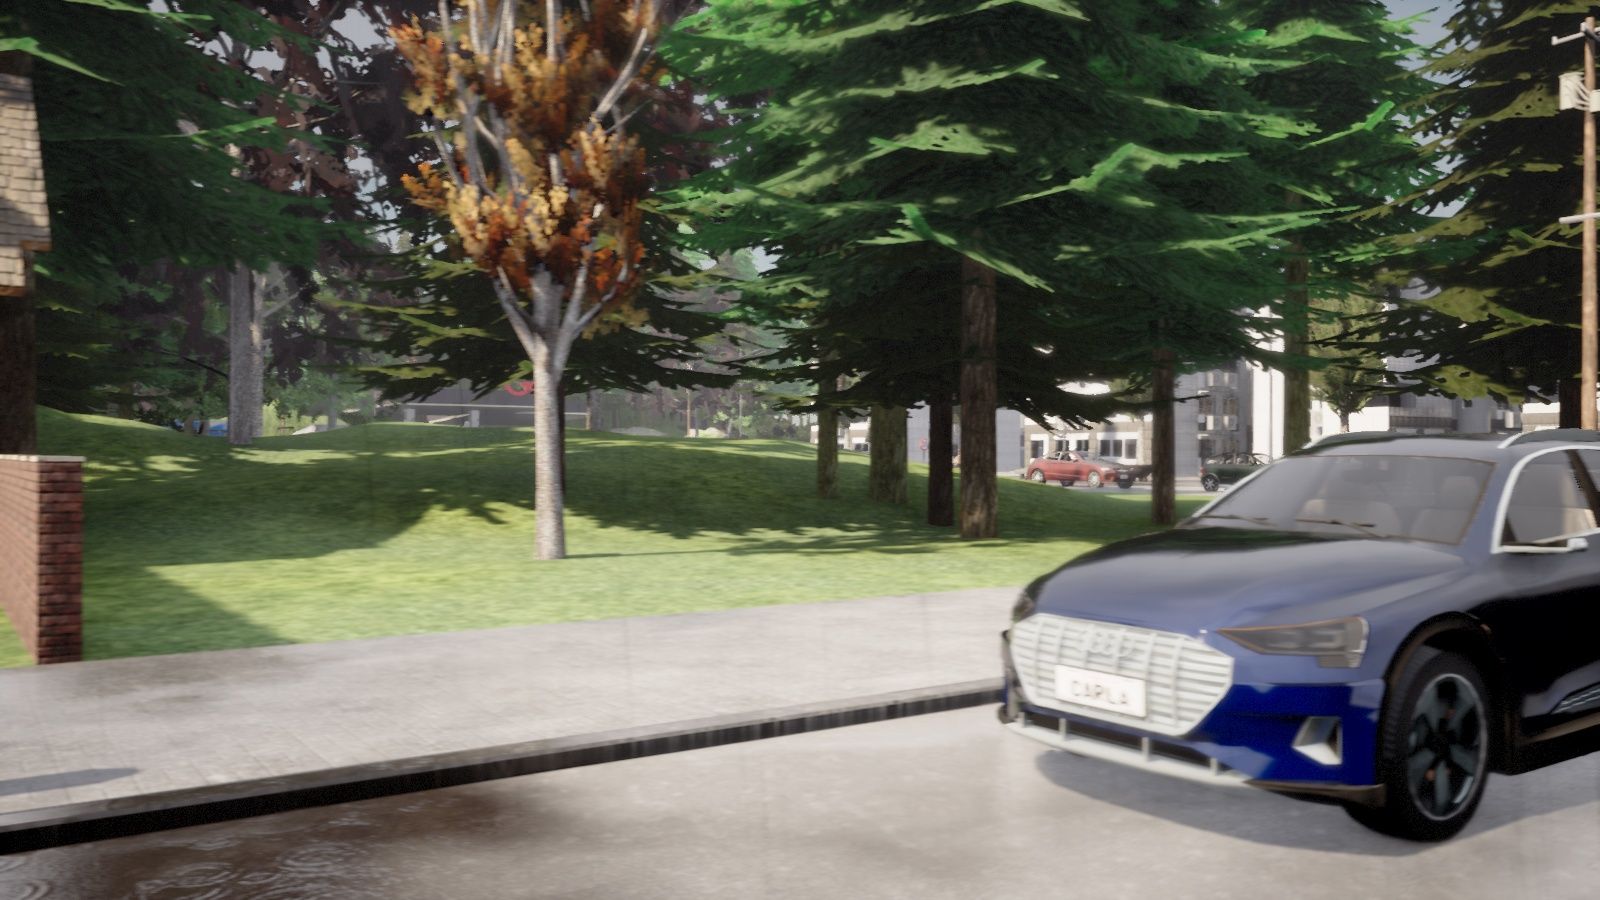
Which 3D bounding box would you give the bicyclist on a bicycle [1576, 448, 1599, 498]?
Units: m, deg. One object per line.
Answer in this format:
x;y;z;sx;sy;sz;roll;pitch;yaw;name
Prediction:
26.386;0.742;41.041;0.582;1.620;1.656;0;0;-35;bicyclist on a bicycle

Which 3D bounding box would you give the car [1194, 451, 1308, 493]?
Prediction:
17.028;0.804;47.534;1.789;1.549;3.705;0;0;-35;car

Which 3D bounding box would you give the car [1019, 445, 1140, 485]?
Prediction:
12.095;0.631;54.666;2.152;1.651;5.027;0;0;-35;car

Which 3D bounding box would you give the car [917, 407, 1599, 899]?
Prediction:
3.114;0.684;6.413;4.856;1.649;2.033;0;0;-35;car
